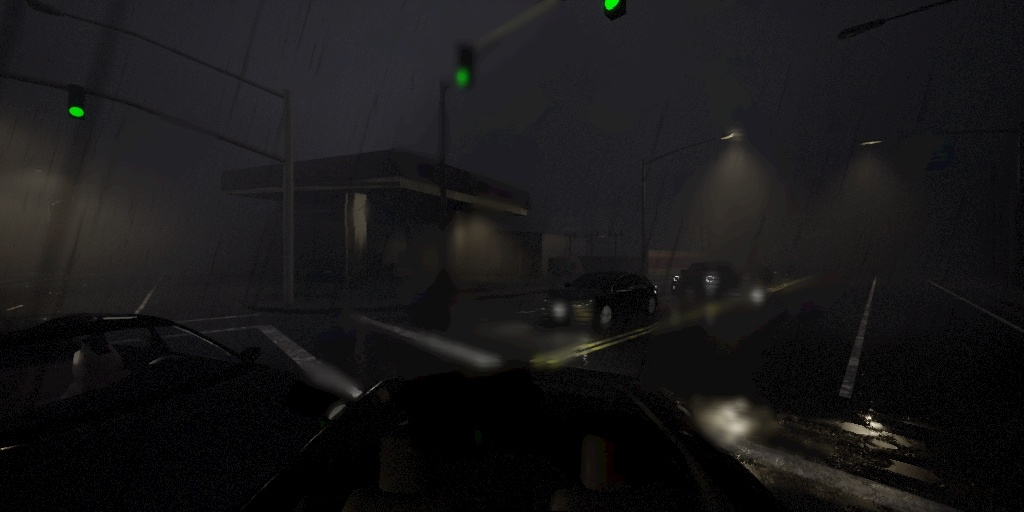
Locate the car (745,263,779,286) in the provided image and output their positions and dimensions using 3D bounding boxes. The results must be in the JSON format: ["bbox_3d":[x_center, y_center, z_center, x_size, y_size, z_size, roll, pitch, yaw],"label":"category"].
[{"bbox_3d":[16.977,1.314,25.169,1.994,1.385,4.181,0,0,45],"label":"car"}]

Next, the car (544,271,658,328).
[{"bbox_3d":[3.032,1.255,11.595,4.892,1.490,1.837,0,0,-45],"label":"car"}]

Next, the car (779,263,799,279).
[{"bbox_3d":[24.202,1.313,32.129,4.181,1.385,1.994,0,0,-44],"label":"car"}]

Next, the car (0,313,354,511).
[{"bbox_3d":[-3.387,1.242,2.660,4.902,1.511,2.128,0,0,16],"label":"car"}]

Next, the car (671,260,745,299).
[{"bbox_3d":[9.960,1.102,18.350,4.553,1.767,2.097,0,0,-44],"label":"car"}]
